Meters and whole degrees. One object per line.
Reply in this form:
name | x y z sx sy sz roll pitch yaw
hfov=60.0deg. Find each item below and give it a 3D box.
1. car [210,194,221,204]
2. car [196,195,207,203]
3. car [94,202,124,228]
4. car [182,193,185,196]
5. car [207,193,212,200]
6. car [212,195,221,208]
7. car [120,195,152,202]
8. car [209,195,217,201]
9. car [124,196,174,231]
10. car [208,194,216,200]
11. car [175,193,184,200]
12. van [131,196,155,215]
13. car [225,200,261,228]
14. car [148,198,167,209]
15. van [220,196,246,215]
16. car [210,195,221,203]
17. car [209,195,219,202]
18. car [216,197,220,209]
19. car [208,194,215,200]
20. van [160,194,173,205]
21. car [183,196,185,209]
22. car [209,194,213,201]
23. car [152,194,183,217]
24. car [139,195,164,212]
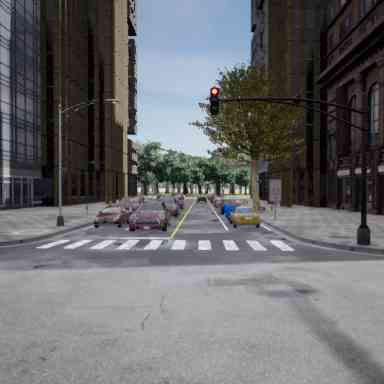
car | 4.157 1.467 50.092 1.887 1.381 4.507 -1 0 2
car | 1.926 1.383 65.851 1.837 1.490 4.892 0 0 2
car | -5.133 1.563 21.927 1.802 1.307 4.206 -1 0 2
car | -3.444 1.367 84.381 1.887 1.381 4.507 0 0 2
car | 4.462 1.206 61.446 2.192 1.841 5.009 -1 0 2
car | 4.008 1.462 44.585 1.752 1.417 4.829 -1 0 2
car | -4.983 1.287 27.605 2.192 1.841 5.009 -1 0 2
car | 4.925 1.423 78.477 1.802 1.307 4.206 0 0 2
car | -2.452 1.335 20.183 2.097 1.767 4.553 0 0 0
car | 5.082 1.348 84.324 1.752 1.417 4.829 0 0 2
car | -3.293 1.120 90.058 2.192 1.841 5.009 0 0 2
van | -4.828 1.303 33.283 1.690 1.788 3.998 -1 0 2
car | 3.393 1.506 21.875 1.752 1.417 4.829 -1 0 2
car | -4.519 1.487 44.639 2.008 1.369 4.403 -1 0 2
van | 3.540 1.314 27.383 1.690 1.788 3.998 -1 0 2
car | 4.617 1.425 67.123 2.008 1.369 4.403 -1 0 2
car | 4.771 1.409 72.800 2.008 1.369 4.403 0 0 2
car | 3.696 1.528 33.061 1.947 1.339 4.313 -1 0 2
car | 5.232 1.371 89.831 1.947 1.339 4.313 0 0 2
van | -4.214 1.247 55.993 1.690 1.788 3.998 0 0 2
car | -1.948 1.547 40.706 1.895 1.301 4.718 0 0 2
car | 4.310 1.457 55.769 2.008 1.369 4.403 -1 0 2
car | -2.232 1.319 30.359 2.097 1.767 4.553 0 0 2
car | -4.675 1.265 38.961 2.192 1.841 5.009 -1 0 2
